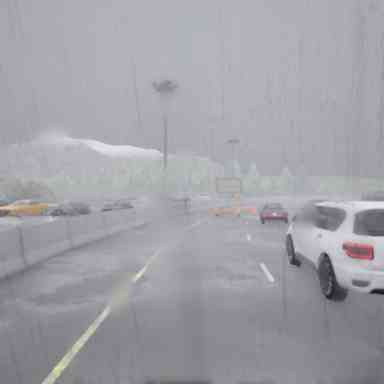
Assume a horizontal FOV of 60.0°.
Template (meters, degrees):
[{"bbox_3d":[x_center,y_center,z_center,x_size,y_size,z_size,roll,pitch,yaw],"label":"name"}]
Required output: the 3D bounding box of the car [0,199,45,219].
[{"bbox_3d":[-14.647,1.421,29.134,1.882,1.535,5.008,0,0,12],"label":"car"}]

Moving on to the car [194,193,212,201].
[{"bbox_3d":[2.228,1.204,68.427,2.150,2.045,5.566,0,0,26],"label":"car"}]

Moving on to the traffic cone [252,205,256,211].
[{"bbox_3d":[6.653,1.960,36.999,0.340,0.580,0.340,0,0,15],"label":"traffic cone"}]

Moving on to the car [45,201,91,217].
[{"bbox_3d":[-10.880,1.519,30.081,1.994,1.385,4.181,0,0,12],"label":"car"}]

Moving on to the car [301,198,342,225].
[{"bbox_3d":[9.790,1.371,25.508,2.097,1.767,4.553,0,0,11],"label":"car"}]

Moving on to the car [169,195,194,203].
[{"bbox_3d":[-2.078,1.443,67.527,1.882,1.535,5.008,0,0,25],"label":"car"}]

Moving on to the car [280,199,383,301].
[{"bbox_3d":[3.965,1.230,8.435,2.150,2.045,5.566,0,0,4],"label":"car"}]

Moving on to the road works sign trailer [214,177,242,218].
[{"bbox_3d":[3.428,0.462,30.612,2.380,3.560,2.880,0,0,15],"label":"road works sign trailer"}]

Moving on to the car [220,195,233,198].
[{"bbox_3d":[7.360,1.322,70.720,2.097,1.767,4.553,0,0,27],"label":"car"}]

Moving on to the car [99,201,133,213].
[{"bbox_3d":[-7.045,1.530,31.370,1.994,1.385,4.181,0,0,12],"label":"car"}]

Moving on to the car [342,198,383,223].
[{"bbox_3d":[13.537,1.382,26.350,2.097,1.767,4.553,0,0,12],"label":"car"}]

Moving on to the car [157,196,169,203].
[{"bbox_3d":[-5.412,1.548,68.667,1.895,1.301,4.718,0,0,25],"label":"car"}]

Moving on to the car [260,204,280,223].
[{"bbox_3d":[6.273,1.572,25.742,1.994,1.385,4.181,0,0,11],"label":"car"}]
